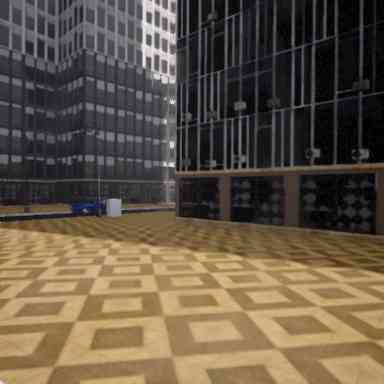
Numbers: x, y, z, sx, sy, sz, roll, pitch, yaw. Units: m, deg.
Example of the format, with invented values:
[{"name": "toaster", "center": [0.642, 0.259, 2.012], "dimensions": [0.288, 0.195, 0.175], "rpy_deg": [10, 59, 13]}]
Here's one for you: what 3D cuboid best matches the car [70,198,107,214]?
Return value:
[{"name": "car", "center": [-10.144, 1.421, 34.603], "dimensions": [1.882, 1.535, 5.008], "rpy_deg": [1, 1, 41]}]
